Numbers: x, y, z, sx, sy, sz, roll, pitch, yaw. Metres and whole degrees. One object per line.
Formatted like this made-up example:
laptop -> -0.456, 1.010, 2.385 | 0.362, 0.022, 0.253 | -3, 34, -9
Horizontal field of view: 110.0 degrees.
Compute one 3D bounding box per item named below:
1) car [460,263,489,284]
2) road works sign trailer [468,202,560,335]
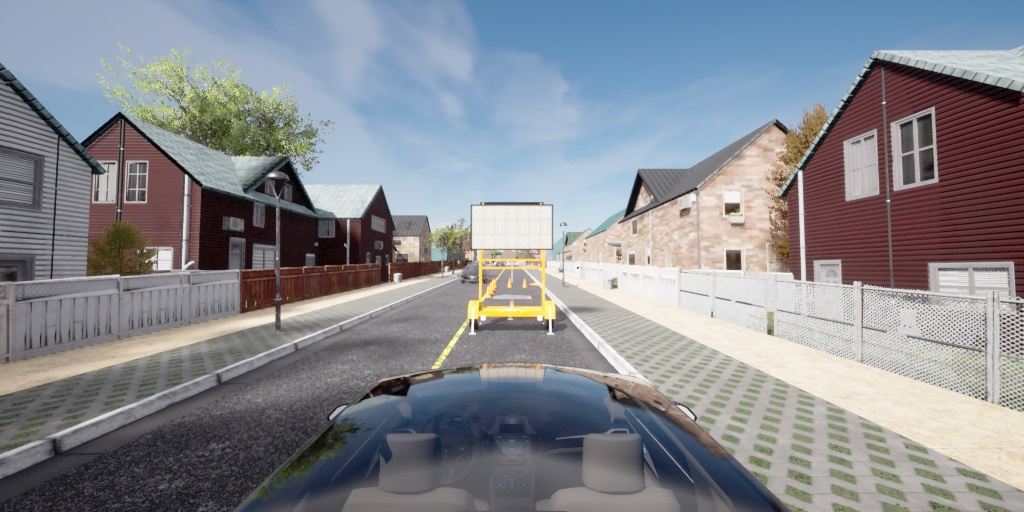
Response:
car -> -2.836, 1.330, 27.982 | 1.837, 1.490, 4.892 | 0, 0, 0
road works sign trailer -> 0.001, 0.227, 10.564 | 2.380, 3.560, 2.880 | 0, 0, 1
